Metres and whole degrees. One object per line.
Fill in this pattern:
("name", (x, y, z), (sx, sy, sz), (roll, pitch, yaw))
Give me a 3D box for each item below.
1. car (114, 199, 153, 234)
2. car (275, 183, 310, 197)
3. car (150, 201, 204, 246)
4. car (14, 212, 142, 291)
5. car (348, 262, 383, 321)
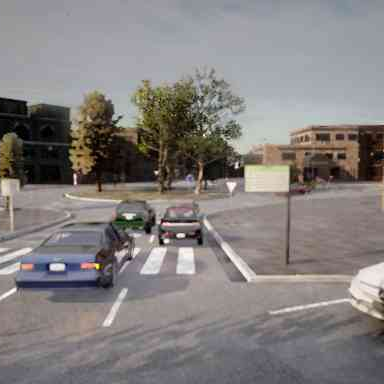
("car", (-3.163, 1.212, 18.550), (2.097, 1.767, 4.553), (0, 1, -2))
("car", (13.083, -0.393, 43.152), (4.553, 1.767, 2.097), (-3, 5, -23))
("car", (-0.519, 1.418, 15.110), (2.128, 1.511, 4.902), (0, 1, -2))
("car", (-2.748, 1.514, 9.038), (2.033, 1.411, 5.357), (0, 0, -2))
("car", (4.985, 1.489, 5.860), (4.674, 1.452, 2.002), (1, 0, -22))
